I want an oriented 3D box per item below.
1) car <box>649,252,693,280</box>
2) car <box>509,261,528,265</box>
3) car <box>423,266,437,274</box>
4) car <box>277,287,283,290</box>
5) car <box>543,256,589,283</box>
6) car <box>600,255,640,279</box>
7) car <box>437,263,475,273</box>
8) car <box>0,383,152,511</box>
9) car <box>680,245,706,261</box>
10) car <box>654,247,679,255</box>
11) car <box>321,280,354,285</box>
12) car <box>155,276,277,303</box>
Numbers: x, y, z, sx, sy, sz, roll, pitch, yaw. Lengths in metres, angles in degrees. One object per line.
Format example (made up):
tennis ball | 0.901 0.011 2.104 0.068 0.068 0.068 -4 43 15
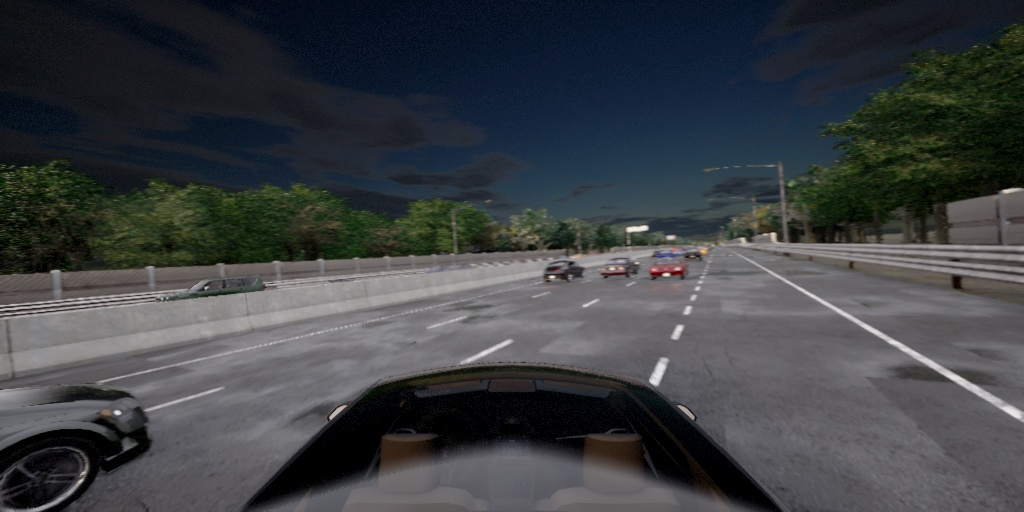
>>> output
car | 9.915 0.718 22.448 1.895 1.301 4.718 -4 0 30
car | 0.632 1.362 41.426 1.882 1.535 5.008 -4 -1 30
car | -9.223 1.972 45.293 2.097 1.767 4.553 -4 0 30
car | -20.022 2.871 26.627 2.033 1.411 5.357 -4 0 30
car | 3.866 1.082 25.962 1.837 1.490 4.892 -4 0 30
car | 7.876 0.829 25.924 2.033 1.411 5.357 -4 0 30
car | -6.387 1.755 43.275 2.097 1.767 4.553 -4 0 30
car | -5.596 1.725 2.561 1.994 1.385 4.181 -4 0 30
car | 22.313 -0.197 44.117 1.882 1.535 5.008 -4 0 30
car | 21.276 -0.092 49.345 1.882 1.535 5.008 -4 0 30
car | -10.749 2.188 21.738 1.994 1.385 4.181 -4 0 30
car | -18.482 2.413 22.369 2.150 2.045 5.566 -4 0 30
